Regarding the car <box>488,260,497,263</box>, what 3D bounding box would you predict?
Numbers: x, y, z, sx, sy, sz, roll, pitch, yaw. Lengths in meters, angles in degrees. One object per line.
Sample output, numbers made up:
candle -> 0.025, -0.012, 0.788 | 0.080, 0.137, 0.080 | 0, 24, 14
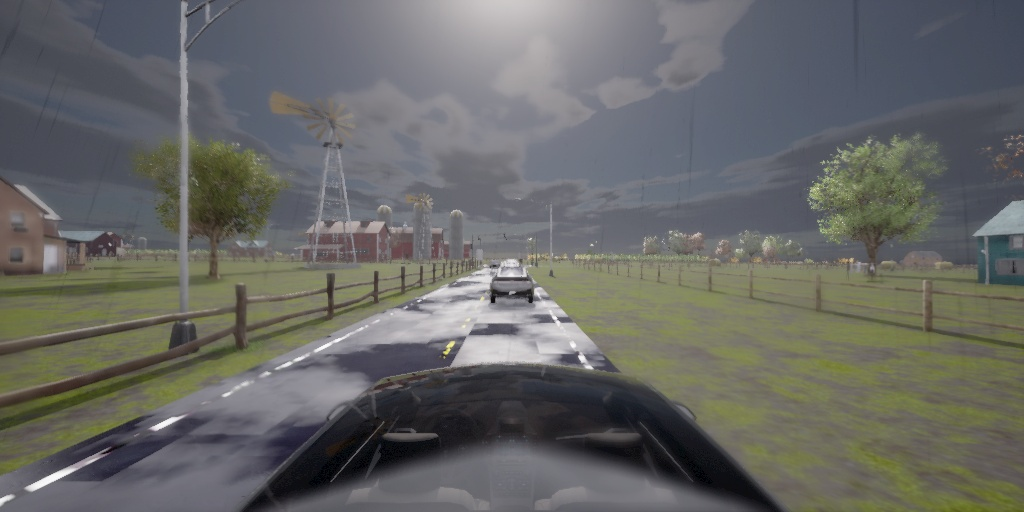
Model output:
car -> -2.750, 1.342, 59.460 | 1.837, 1.490, 4.892 | 0, 0, 0

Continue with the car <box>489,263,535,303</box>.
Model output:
car -> 0.000, 1.250, 16.503 | 2.128, 1.511, 4.902 | 0, 0, 0

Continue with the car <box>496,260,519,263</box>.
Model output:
car -> 0.000, 1.258, 31.505 | 2.128, 1.511, 4.902 | 0, 0, 0
